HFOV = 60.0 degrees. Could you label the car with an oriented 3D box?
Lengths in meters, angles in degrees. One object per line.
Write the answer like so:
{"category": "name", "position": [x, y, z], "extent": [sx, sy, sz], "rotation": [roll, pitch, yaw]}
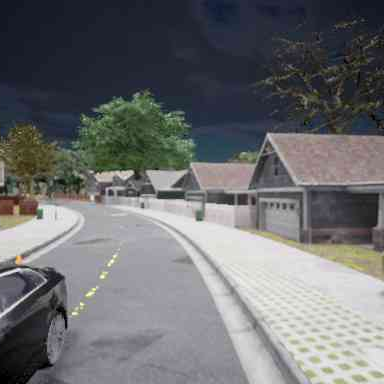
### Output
{"category": "car", "position": [-2.618, 1.527, 2.979], "extent": [2.128, 1.511, 4.902], "rotation": [0, -1, -3]}

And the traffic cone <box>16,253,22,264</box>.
{"category": "traffic cone", "position": [-5.015, 2.067, 9.638], "extent": [0.340, 0.580, 0.340], "rotation": [0, -1, -6]}
